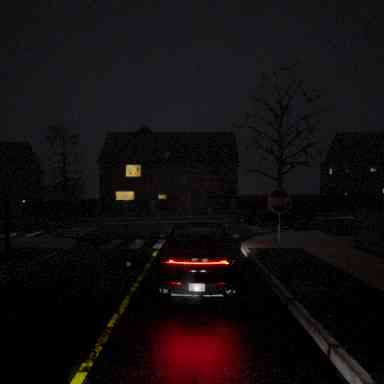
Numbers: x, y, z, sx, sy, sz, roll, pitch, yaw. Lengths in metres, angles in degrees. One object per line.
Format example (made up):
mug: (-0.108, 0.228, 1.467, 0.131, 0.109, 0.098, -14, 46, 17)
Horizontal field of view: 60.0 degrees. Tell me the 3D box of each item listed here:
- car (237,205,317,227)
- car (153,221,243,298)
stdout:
car: (5.287, 1.418, 21.186, 4.718, 1.301, 1.895, -1, 1, -8)
car: (0.187, 1.505, 8.520, 1.837, 1.490, 4.892, 0, 0, 2)
